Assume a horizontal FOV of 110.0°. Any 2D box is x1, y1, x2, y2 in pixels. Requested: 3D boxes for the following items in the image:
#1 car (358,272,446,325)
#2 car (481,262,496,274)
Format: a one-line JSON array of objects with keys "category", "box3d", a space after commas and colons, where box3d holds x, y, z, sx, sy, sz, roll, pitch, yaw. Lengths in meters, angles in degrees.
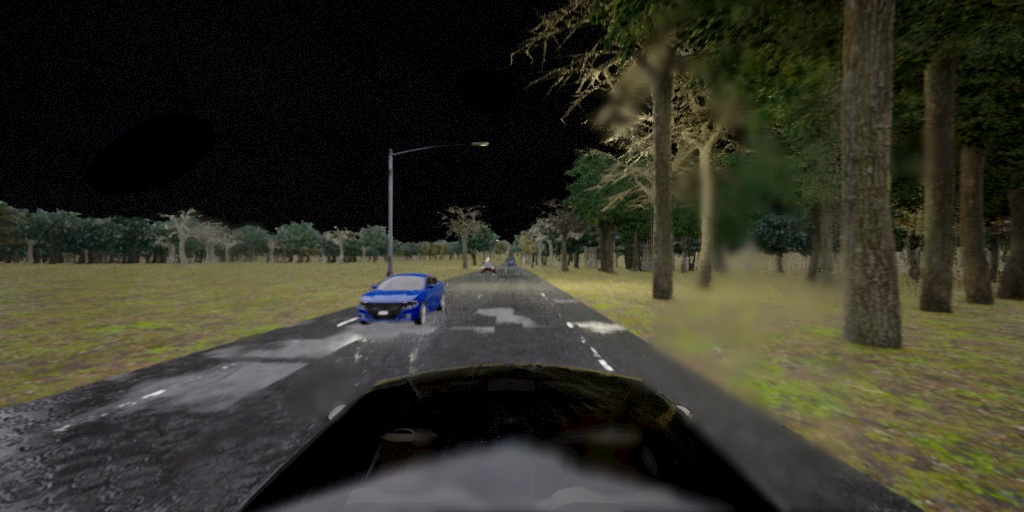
[{"category": "car", "box3d": [-3.598, 1.342, 12.512, 1.882, 1.535, 5.008, 0, -1, 0]}, {"category": "car", "box3d": [-3.548, 1.733, 54.785, 2.097, 1.767, 4.553, 0, -1, 0]}]
